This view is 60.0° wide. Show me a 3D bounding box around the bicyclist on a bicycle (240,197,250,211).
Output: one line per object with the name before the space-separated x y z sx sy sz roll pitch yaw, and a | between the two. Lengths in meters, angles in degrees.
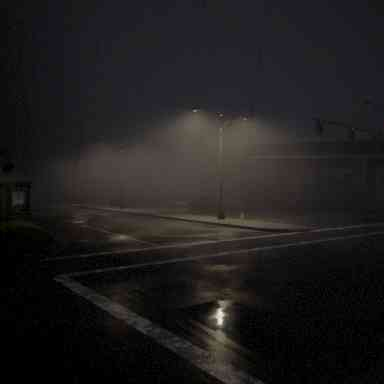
bicyclist on a bicycle | 6.289 1.430 39.750 1.656 1.620 0.582 -6 -7 -37

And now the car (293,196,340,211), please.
car | 13.867 1.295 38.113 2.242 1.667 4.611 0 0 -35

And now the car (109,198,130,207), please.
car | -11.125 1.564 50.712 1.994 1.385 4.181 0 0 -35

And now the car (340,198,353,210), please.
car | 18.130 1.456 42.039 1.970 1.475 3.806 0 0 -35

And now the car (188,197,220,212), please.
car | 1.482 1.352 39.027 2.097 1.767 4.553 0 0 -35
